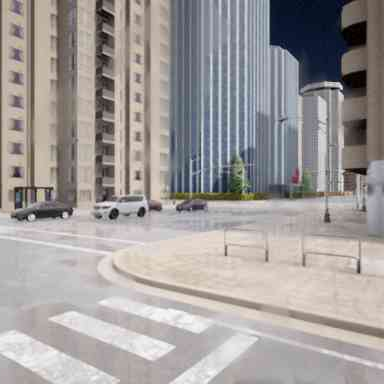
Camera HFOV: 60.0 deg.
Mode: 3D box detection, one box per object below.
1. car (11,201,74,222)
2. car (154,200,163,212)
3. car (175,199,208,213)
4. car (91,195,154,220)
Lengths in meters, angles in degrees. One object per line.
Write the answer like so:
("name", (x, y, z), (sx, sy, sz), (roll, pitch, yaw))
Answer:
("car", (-12.068, 1.539, 27.054), (1.837, 1.490, 4.892), (0, 0, 36))
("car", (-5.170, 1.560, 36.930), (1.812, 1.442, 4.674), (0, 0, 35))
("car", (0.028, 1.541, 38.277), (1.837, 1.490, 4.892), (0, 0, 35))
("car", (-6.212, 1.258, 29.312), (2.150, 2.045, 5.566), (0, 0, 35))
